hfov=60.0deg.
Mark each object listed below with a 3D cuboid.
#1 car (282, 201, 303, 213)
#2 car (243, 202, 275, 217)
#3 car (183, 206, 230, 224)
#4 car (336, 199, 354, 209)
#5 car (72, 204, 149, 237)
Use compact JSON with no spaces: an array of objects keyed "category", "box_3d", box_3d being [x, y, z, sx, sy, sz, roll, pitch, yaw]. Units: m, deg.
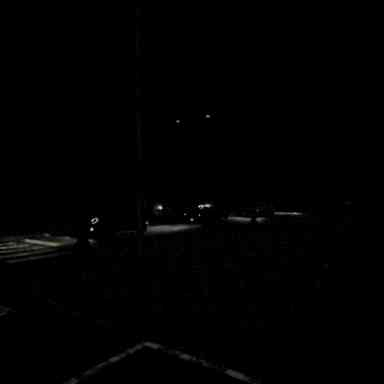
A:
[{"category":"car","box_3d":[13.660,1.983,44.938,1.812,1.442,4.674,-1,-1,34]},{"category":"car","box_3d":[7.371,1.852,36.334,1.882,1.535,5.008,-1,-1,36]},{"category":"car","box_3d":[1.267,1.890,27.905,1.895,1.301,4.718,-1,-1,36]},{"category":"car","box_3d":[26.239,1.895,56.959,2.097,1.767,4.553,-1,-1,36]},{"category":"car","box_3d":[-4.715,1.557,19.651,2.097,1.767,4.553,-1,-1,36]}]
